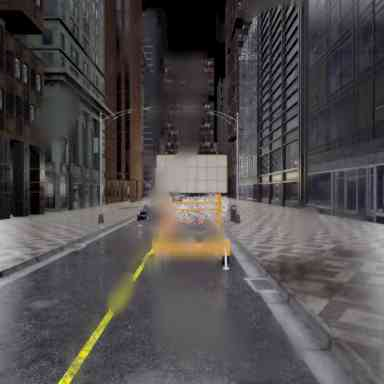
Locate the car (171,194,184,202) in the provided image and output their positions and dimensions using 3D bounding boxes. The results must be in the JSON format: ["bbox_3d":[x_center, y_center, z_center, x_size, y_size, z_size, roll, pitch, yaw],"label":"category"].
[{"bbox_3d":[-3.095,1.526,66.750,1.812,1.442,4.674,0,0,1],"label":"car"}]

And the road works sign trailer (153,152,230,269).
[{"bbox_3d":[-0.007,0.463,11.069,2.380,3.560,2.880,0,0,0],"label":"road works sign trailer"}]

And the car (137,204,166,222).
[{"bbox_3d":[-3.128,1.599,26.211,1.895,1.301,4.718,0,0,0],"label":"car"}]
